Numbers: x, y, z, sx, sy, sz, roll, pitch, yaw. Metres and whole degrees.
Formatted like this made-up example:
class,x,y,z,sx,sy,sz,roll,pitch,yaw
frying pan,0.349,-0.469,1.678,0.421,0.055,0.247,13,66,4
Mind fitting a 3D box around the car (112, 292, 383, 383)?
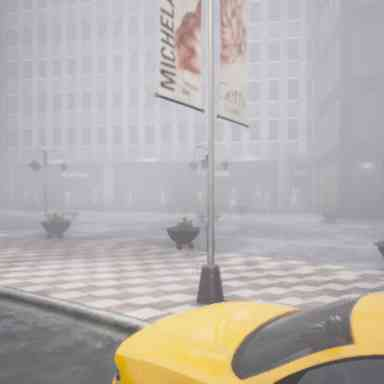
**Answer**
class,x,y,z,sx,sy,sz,roll,pitch,yaw
car,1.565,1.475,2.179,5.008,1.535,1.882,0,0,36
